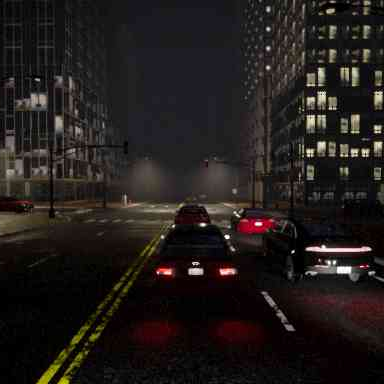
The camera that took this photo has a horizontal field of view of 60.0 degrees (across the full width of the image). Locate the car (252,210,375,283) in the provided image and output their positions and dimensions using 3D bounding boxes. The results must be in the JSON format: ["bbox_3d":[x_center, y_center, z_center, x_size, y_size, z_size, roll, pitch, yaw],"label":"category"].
[{"bbox_3d":[3.325,1.487,9.679,2.128,1.511,4.902,0,0,0],"label":"car"}]

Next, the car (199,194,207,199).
[{"bbox_3d":[3.025,1.263,91.407,1.812,1.442,4.674,0,0,0],"label":"car"}]

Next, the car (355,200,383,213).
[{"bbox_3d":[21.715,1.641,38.532,4.829,1.417,1.752,1,0,1],"label":"car"}]

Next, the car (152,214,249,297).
[{"bbox_3d":[0.080,1.543,8.764,2.033,1.411,5.357,0,0,0],"label":"car"}]

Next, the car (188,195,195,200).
[{"bbox_3d":[-0.229,1.456,92.866,1.994,1.385,4.181,0,0,0],"label":"car"}]

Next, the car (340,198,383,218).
[{"bbox_3d":[16.127,1.518,30.232,5.009,1.841,2.192,1,0,1],"label":"car"}]

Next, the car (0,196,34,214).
[{"bbox_3d":[-18.290,1.205,33.294,4.553,1.767,2.097,1,1,1],"label":"car"}]

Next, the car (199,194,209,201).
[{"bbox_3d":[3.050,1.510,81.434,1.895,1.301,4.718,0,0,0],"label":"car"}]

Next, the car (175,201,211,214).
[{"bbox_3d":[0.059,1.467,18.585,1.882,1.535,5.008,0,0,1],"label":"car"}]

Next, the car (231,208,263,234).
[{"bbox_3d":[3.304,1.554,18.480,1.994,1.385,4.181,0,0,0],"label":"car"}]

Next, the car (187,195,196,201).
[{"bbox_3d":[-0.068,1.542,68.358,1.895,1.301,4.718,0,0,0],"label":"car"}]
